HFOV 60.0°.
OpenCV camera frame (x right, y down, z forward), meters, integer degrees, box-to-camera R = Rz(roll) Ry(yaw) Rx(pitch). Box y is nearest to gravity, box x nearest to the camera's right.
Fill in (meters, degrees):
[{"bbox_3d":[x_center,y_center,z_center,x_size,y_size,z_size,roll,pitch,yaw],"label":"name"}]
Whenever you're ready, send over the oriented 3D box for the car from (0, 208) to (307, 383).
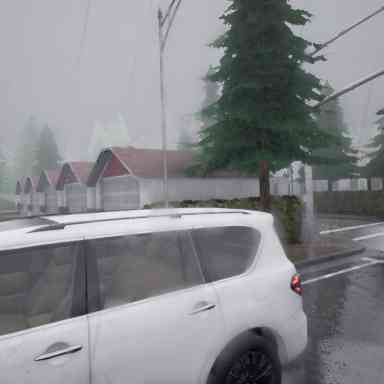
[{"bbox_3d":[-1.340,1.241,3.036,5.566,2.045,2.150,-1,0,-34],"label":"car"}]
